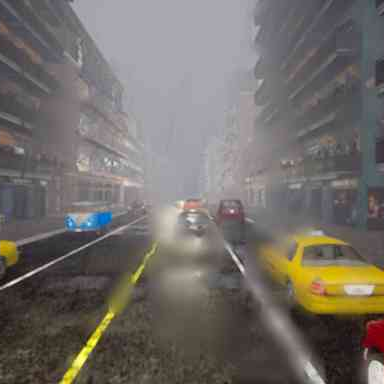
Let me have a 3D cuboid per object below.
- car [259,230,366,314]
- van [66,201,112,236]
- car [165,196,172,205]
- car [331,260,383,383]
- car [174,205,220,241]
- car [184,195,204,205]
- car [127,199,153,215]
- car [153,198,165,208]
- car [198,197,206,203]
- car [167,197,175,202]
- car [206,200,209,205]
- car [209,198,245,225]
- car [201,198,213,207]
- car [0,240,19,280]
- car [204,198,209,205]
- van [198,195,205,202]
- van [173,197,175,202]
[{"bbox_3d":[2.680,1.548,7.659,1.752,1.417,4.829,0,0,0],"label":"car"},{"bbox_3d":[-5.717,1.419,18.823,1.690,1.788,3.998,0,0,0],"label":"van"},{"bbox_3d":[-5.791,1.942,69.778,1.802,1.307,4.206,0,0,0],"label":"car"},{"bbox_3d":[2.690,1.548,1.830,1.887,1.381,4.507,0,0,0],"label":"car"},{"bbox_3d":[0.073,1.611,16.955,2.033,1.411,5.357,0,0,0],"label":"car"},{"bbox_3d":[0.044,1.528,40.246,2.097,1.767,4.553,0,0,0],"label":"car"},{"bbox_3d":[-5.742,1.600,35.808,1.967,1.590,4.097,0,0,0],"label":"car"},{"bbox_3d":[-5.766,1.777,52.624,1.752,1.417,4.829,0,0,0],"label":"car"},{"bbox_3d":[2.564,2.018,86.749,1.887,1.381,4.507,0,0,0],"label":"car"},{"bbox_3d":[-5.824,2.051,92.255,1.752,1.417,4.829,0,0,0],"label":"car"},{"bbox_3d":[2.648,1.673,30.135,2.008,1.369,4.403,0,0,0],"label":"car"},{"bbox_3d":[2.655,1.410,24.473,2.192,1.841,5.009,0,0,0],"label":"car"},{"bbox_3d":[2.606,1.843,58.440,1.947,1.339,4.313,0,0,0],"label":"car"},{"bbox_3d":[-5.699,1.557,7.329,1.752,1.417,4.829,0,0,0],"label":"car"},{"bbox_3d":[2.640,1.701,35.796,2.008,1.369,4.403,0,0,0],"label":"car"},{"bbox_3d":[2.554,1.858,92.412,1.690,1.788,3.998,-1,0,0],"label":"van"},{"bbox_3d":[-5.810,1.782,81.104,1.690,1.788,3.998,0,0,0],"label":"van"}]
